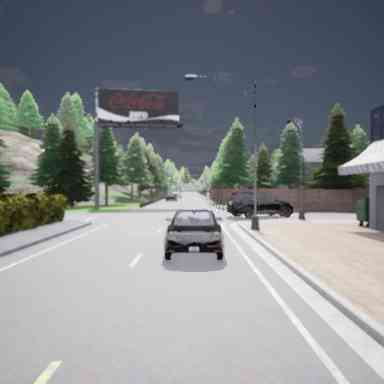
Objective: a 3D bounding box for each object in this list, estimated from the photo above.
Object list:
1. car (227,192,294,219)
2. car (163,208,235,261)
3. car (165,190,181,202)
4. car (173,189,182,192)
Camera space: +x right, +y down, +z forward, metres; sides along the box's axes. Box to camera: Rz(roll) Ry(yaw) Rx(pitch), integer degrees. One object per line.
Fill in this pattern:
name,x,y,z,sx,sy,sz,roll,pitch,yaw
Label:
car,5.588,1.071,27.177,5.566,2.045,2.150,1,-1,-21
car,0.073,1.355,11.694,2.128,1.511,4.902,0,1,0
car,-3.513,0.885,57.312,2.033,1.411,5.357,0,1,1
car,-3.459,0.378,73.167,2.150,2.045,5.566,0,1,0
